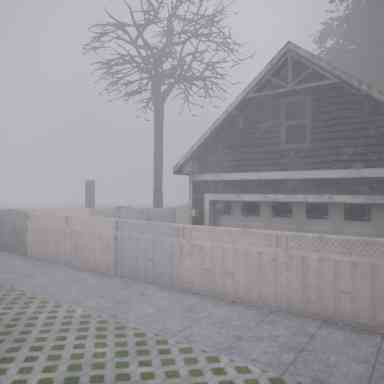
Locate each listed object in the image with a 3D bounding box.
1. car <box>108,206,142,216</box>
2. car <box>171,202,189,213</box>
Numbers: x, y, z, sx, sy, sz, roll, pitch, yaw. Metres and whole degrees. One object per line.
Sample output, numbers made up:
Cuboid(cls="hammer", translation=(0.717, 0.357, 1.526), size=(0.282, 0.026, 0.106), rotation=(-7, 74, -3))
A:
Cuboid(cls="car", translation=(-6.562, 1.891, 28.749), size=(1.895, 1.301, 4.718), rotation=(0, -1, 35))
Cuboid(cls="car", translation=(-0.370, 1.918, 37.530), size=(1.882, 1.535, 5.008), rotation=(0, -1, 35))
